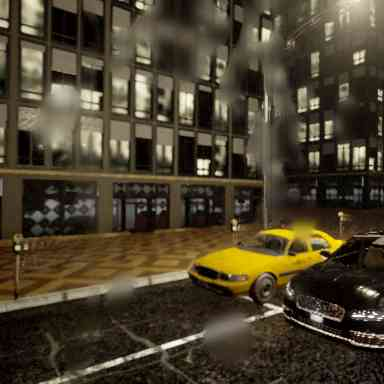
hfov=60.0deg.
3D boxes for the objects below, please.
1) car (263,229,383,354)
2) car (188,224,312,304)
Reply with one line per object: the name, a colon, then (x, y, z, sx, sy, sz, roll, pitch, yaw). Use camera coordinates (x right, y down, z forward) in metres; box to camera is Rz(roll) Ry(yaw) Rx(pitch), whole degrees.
car: (3.701, 1.488, 6.017, 4.892, 1.490, 1.837, 0, 0, -35)
car: (2.182, 1.509, 8.100, 4.829, 1.417, 1.752, 0, 1, -35)
